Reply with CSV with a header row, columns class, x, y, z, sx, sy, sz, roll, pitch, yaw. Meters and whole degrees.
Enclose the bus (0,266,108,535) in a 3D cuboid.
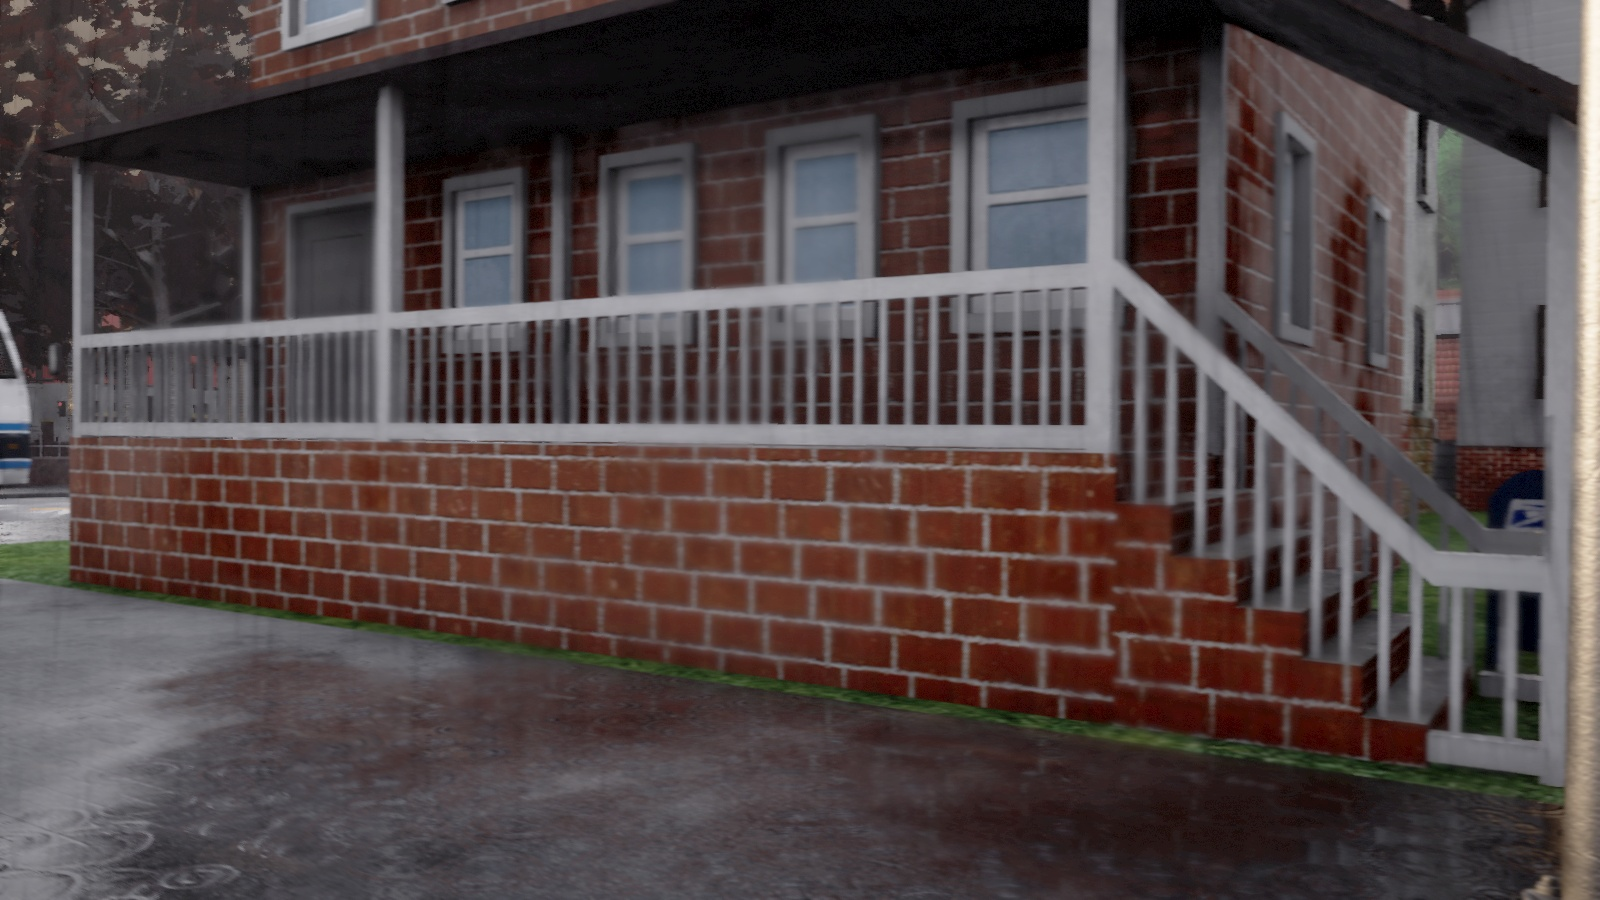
class,x,y,z,sx,sy,sz,roll,pitch,yaw
bus,-15.571,-0.706,17.518,3.944,4.253,10.273,-1,0,19
